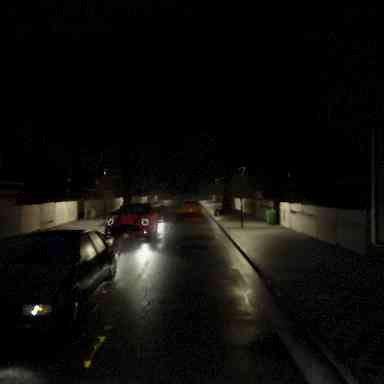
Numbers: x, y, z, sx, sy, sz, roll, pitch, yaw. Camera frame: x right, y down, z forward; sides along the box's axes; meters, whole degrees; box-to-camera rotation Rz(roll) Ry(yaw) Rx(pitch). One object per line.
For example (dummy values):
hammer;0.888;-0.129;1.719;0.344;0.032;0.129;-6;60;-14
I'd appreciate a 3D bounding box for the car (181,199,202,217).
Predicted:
car;-0.078;1.488;31.882;1.882;1.535;5.008;0;0;0

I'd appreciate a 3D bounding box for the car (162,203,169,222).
car;-2.934;1.573;26.720;1.994;1.385;4.181;0;0;0

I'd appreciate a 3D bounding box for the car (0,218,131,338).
car;-2.880;1.550;7.167;2.033;1.411;5.357;0;0;0

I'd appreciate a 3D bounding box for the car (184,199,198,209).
car;-0.152;1.624;46.200;1.895;1.301;4.718;0;0;0

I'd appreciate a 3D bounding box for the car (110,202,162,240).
car;-2.917;1.357;16.978;2.097;1.767;4.553;0;0;0
